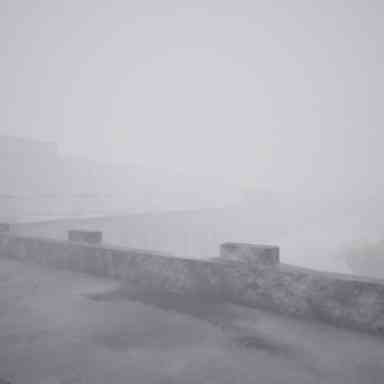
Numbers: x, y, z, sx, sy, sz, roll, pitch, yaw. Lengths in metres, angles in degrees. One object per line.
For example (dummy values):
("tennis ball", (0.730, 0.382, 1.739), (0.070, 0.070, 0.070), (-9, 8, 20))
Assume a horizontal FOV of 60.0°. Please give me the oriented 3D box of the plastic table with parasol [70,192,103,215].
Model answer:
("plastic table with parasol", (-11.723, 1.261, 37.120), (2.482, 2.480, 2.482), (-1, 0, 35))
